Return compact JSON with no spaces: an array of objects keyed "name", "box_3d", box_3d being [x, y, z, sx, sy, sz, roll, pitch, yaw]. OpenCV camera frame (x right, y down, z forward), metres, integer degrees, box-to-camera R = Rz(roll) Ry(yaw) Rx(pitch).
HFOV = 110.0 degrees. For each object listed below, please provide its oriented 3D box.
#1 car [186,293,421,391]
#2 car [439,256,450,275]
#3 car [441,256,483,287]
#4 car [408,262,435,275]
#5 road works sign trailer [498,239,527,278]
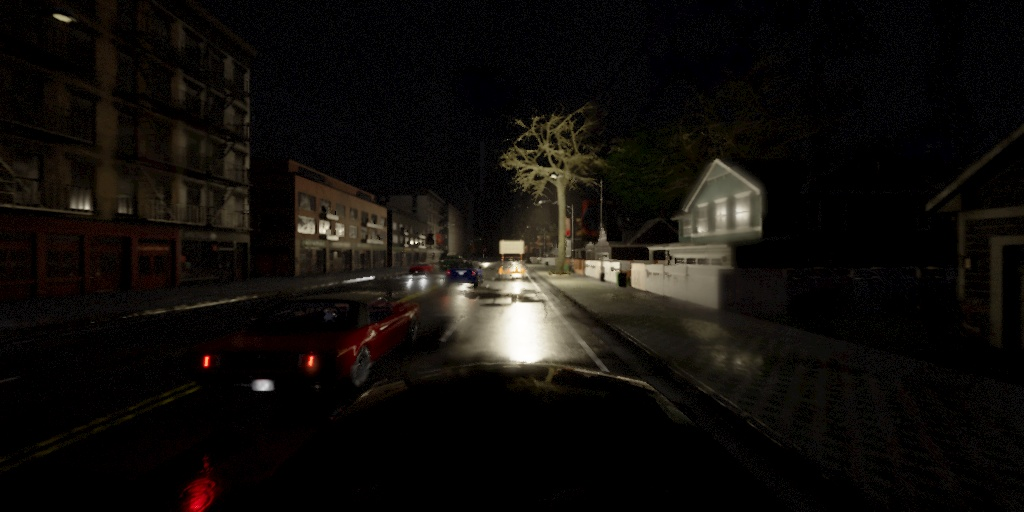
[{"name":"car","box_3d":[-3.153,1.351,6.764,1.895,1.301,4.718,0,0,0]},{"name":"car","box_3d":[-6.606,0.976,40.152,2.150,2.045,5.566,0,0,0]},{"name":"car","box_3d":[-3.158,1.104,24.404,2.097,1.767,4.553,0,0,0]},{"name":"car","box_3d":[-9.852,1.355,39.236,1.895,1.301,4.718,0,0,0]},{"name":"road works sign trailer","box_3d":[-0.012,0.218,34.028,2.380,3.560,2.880,0,0,0]}]
